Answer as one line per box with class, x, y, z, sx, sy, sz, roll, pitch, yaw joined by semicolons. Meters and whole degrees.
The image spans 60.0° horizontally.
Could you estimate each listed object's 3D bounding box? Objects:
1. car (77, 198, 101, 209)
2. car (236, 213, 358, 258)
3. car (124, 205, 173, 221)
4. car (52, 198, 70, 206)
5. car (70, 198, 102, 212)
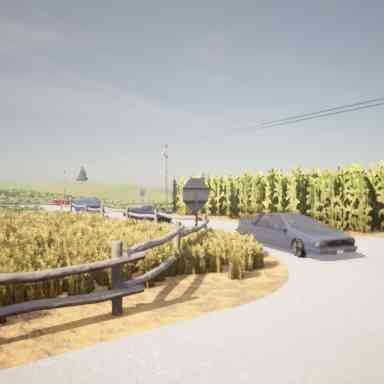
car;-14.279;1.525;45.785;1.812;1.442;4.674;0;0;-35
car;3.763;1.547;13.185;2.033;1.411;5.357;0;0;-23
car;-3.243;1.600;24.384;1.895;1.301;4.718;0;0;-35
car;-20.538;1.600;53.598;4.718;1.301;1.895;0;0;33
car;-11.120;1.477;35.544;1.882;1.535;5.008;0;0;-35
